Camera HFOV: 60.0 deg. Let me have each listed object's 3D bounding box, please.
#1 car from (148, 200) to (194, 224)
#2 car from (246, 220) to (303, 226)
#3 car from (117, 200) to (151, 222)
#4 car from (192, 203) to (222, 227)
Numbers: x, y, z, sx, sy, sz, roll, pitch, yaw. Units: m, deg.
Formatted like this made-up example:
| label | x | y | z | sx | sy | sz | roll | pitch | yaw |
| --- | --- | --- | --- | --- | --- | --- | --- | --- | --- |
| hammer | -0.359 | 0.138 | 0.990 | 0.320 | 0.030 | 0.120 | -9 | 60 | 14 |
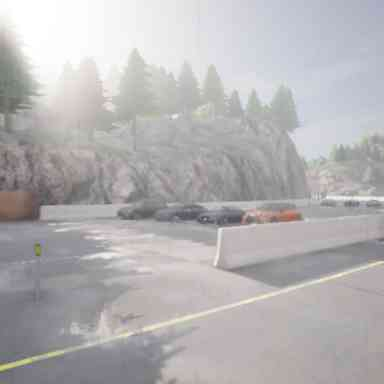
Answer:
| label | x | y | z | sx | sy | sz | roll | pitch | yaw |
| --- | --- | --- | --- | --- | --- | --- | --- | --- | --- |
| car | -0.684 | 1.625 | 25.956 | 4.892 | 1.490 | 1.837 | 1 | -1 | -41 |
| car | 5.377 | 1.473 | 21.982 | 4.553 | 1.767 | 2.097 | 0 | 0 | -42 |
| car | -3.961 | 1.466 | 27.778 | 4.553 | 1.767 | 2.097 | 0 | 0 | -41 |
| car | 2.376 | 1.685 | 23.995 | 4.181 | 1.385 | 1.994 | 1 | 0 | -42 |
